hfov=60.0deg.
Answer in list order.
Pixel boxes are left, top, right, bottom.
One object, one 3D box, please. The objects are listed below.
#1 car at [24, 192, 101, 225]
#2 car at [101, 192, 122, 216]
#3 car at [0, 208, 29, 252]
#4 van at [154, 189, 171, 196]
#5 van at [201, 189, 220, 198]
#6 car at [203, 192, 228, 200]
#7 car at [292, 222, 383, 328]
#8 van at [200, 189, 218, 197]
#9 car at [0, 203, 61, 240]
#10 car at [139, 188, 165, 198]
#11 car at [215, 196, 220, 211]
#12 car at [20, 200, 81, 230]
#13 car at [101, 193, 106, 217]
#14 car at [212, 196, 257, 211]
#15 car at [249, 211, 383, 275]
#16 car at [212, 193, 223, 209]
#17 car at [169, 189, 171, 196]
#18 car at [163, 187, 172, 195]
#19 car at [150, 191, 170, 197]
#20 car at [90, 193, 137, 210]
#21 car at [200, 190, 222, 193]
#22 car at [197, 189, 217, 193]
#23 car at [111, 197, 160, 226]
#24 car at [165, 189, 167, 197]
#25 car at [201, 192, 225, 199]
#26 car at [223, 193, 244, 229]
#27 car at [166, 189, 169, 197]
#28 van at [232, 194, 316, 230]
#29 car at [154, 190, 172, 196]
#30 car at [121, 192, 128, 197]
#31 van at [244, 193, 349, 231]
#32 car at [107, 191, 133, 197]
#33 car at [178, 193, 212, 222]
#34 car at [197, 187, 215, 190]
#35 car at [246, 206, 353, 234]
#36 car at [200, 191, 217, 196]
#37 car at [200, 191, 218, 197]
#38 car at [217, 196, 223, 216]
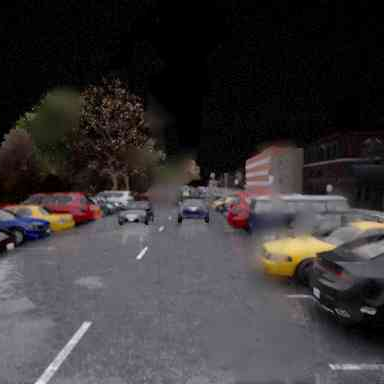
[{"bbox_3d":[-8.566,1.071,19.441,5.566,2.045,2.435,0,0,0],"label":"car"},{"bbox_3d":[-8.567,1.127,27.796,4.553,1.767,2.185,0,0,0],"label":"car"},{"bbox_3d":[-8.509,1.420,11.213,4.792,1.488,2.163,0,0,0],"label":"car"},{"bbox_3d":[-8.008,0.175,90.537,4.442,1.987,1.878,0,2,0],"label":"van"},{"bbox_3d":[4.297,0.364,79.239,4.442,1.987,1.878,0,1,0],"label":"van"},{"bbox_3d":[4.364,0.803,62.288,4.674,1.452,2.002,0,1,0],"label":"car"},{"bbox_3d":[4.534,1.436,5.656,4.892,1.521,2.231,0,0,0],"label":"car"},{"bbox_3d":[4.313,0.303,84.769,4.442,1.987,1.878,0,1,0],"label":"van"},{"bbox_3d":[-8.543,1.367,13.999,5.008,1.535,2.097,0,0,0],"label":"car"},{"bbox_3d":[-8.174,0.608,65.112,4.553,1.767,2.185,0,1,0],"label":"car"},{"bbox_3d":[4.541,1.291,27.922,4.674,1.452,2.002,0,0,0],"label":"car"},{"bbox_3d":[-8.723,1.342,16.659,5.366,1.575,1.946,0,0,0],"label":"car"},{"bbox_3d":[-8.505,1.172,22.352,4.553,1.767,2.185,0,0,0],"label":"car"},{"bbox_3d":[4.530,1.223,36.129,4.674,1.452,2.002,-1,0,0],"label":"car"},{"bbox_3d":[4.356,1.410,8.439,5.366,1.575,1.946,0,0,0],"label":"car"},{"bbox_3d":[4.730,1.202,33.487,5.366,1.575,1.946,0,0,0],"label":"car"},{"bbox_3d":[-8.133,0.620,79.106,4.792,1.488,2.163,0,1,0],"label":"car"},{"bbox_3d":[-8.126,0.310,81.927,5.566,2.045,2.435,0,1,0],"label":"car"},{"bbox_3d":[-8.140,0.529,84.765,5.008,1.535,2.097,0,0,0],"label":"car"},{"bbox_3d":[-8.504,1.056,36.277,4.553,1.767,2.185,0,0,0],"label":"car"},{"bbox_3d":[4.329,0.822,59.461,4.792,1.488,2.163,0,1,0],"label":"car"},{"bbox_3d":[4.197,0.702,67.939,5.366,1.575,1.946,0,1,0],"label":"car"},{"bbox_3d":[-3.534,1.313,21.938,2.128,1.511,4.902,0,0,0],"label":"car"},{"bbox_3d":[-8.192,0.706,67.812,5.008,1.535,2.097,0,1,0],"label":"car"},{"bbox_3d":[4.395,0.676,70.765,5.008,1.535,2.097,0,1,0],"label":"car"},{"bbox_3d":[4.571,1.093,16.787,5.566,2.045,2.435,0,0,0],"label":"car"},{"bbox_3d":[-8.186,0.648,73.584,4.892,1.521,2.231,0,1,0],"label":"car"},{"bbox_3d":[4.659,1.096,19.446,4.442,1.987,1.878,0,0,0],"label":"van"},{"bbox_3d":[-8.150,0.351,93.370,4.792,1.488,2.163,0,2,0],"label":"car"},{"bbox_3d":[-8.567,1.103,30.581,4.553,1.767,2.185,0,0,0],"label":"car"},{"bbox_3d":[4.659,1.142,14.004,4.442,1.987,1.878,0,0,0],"label":"van"},{"bbox_3d":[-8.564,0.953,33.490,5.566,2.045,2.435,0,0,0],"label":"car"},{"bbox_3d":[0.104,1.156,24.169,2.097,1.767,4.553,0,1,0],"label":"car"},{"bbox_3d":[4.434,0.367,76.413,5.566,2.045,2.435,0,1,0],"label":"car"},{"bbox_3d":[4.548,1.392,11.222,4.892,1.521,2.231,0,0,0],"label":"car"},{"bbox_3d":[4.448,0.440,90.564,4.674,1.452,2.002,0,2,0],"label":"car"},{"bbox_3d":[4.435,0.514,87.731,4.674,1.452,2.002,0,2,0],"label":"car"},{"bbox_3d":[4.573,1.304,25.139,4.792,1.488,2.163,0,0,0],"label":"car"}]
